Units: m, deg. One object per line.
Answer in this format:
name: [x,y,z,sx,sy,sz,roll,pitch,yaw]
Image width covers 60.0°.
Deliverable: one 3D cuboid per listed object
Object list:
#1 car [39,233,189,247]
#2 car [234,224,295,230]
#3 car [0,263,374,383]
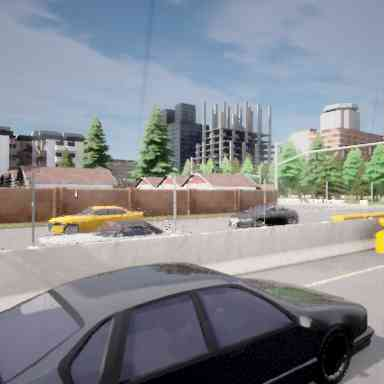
car: [-2.493,1.607,10.806,4.718,1.301,1.895,0,0,-35]
car: [4.347,1.516,19.956,4.902,1.511,2.128,0,0,-35]
car: [-0.200,1.551,3.600,5.357,1.411,2.033,0,0,-36]
